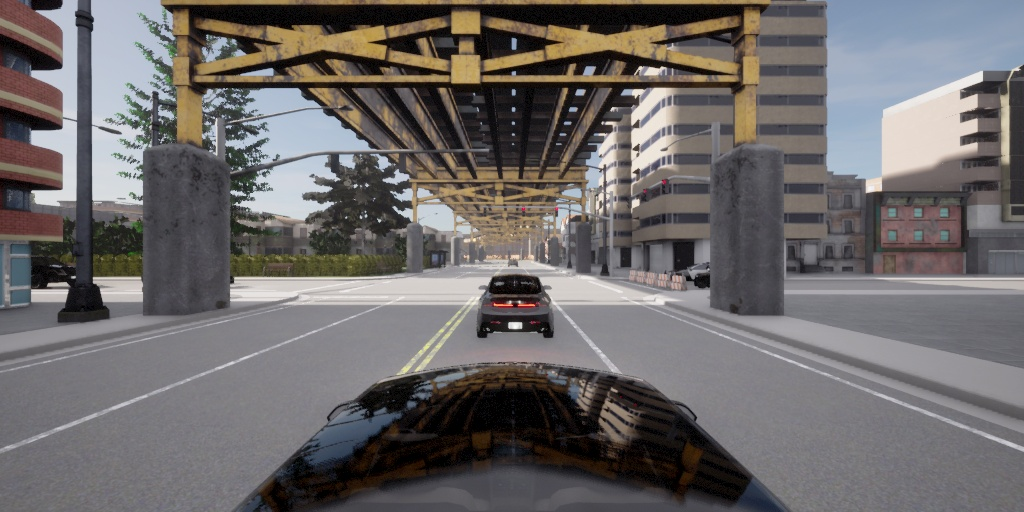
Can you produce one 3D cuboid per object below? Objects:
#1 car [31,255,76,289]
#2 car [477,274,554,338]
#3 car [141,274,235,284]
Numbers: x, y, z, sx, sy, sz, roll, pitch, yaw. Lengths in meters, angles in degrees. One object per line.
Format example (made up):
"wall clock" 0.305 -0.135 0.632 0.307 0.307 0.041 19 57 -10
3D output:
"car" -30.046 0.971 22.336 5.566 2.045 2.150 0 0 0
"car" 0.088 1.255 10.160 1.837 1.490 4.892 0 0 0
"car" -20.032 1.255 22.275 4.892 1.490 1.837 0 0 0
